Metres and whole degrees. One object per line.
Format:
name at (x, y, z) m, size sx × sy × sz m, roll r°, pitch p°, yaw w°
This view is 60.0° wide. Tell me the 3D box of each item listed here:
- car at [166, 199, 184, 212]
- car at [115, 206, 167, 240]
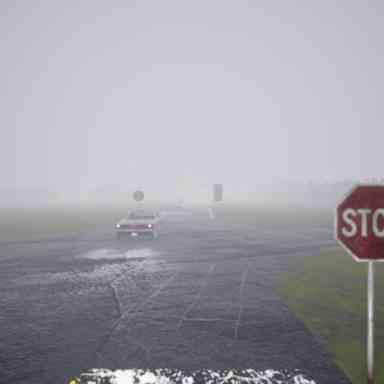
car at (-2.000, 1.533, 39.567) m, size 1.812 × 1.442 × 4.674 m, roll 0°, pitch 0°, yaw 2°
car at (-2.597, 1.622, 17.274) m, size 1.895 × 1.301 × 4.718 m, roll -1°, pitch 0°, yaw 1°
